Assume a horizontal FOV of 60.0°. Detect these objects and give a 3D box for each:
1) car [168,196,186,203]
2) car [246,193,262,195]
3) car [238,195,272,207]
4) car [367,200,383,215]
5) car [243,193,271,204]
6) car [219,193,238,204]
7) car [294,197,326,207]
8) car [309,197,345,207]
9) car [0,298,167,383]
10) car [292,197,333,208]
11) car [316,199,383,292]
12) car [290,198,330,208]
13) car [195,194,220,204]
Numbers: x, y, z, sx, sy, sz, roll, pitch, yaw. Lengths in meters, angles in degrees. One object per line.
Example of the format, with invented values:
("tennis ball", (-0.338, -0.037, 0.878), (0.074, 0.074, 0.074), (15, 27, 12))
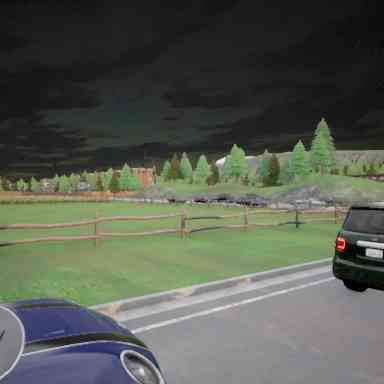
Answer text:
("car", (-3.031, 1.542, 65.894), (1.837, 1.490, 4.892), (0, 0, -36))
("car", (10.898, 1.520, 64.579), (2.128, 1.511, 4.902), (0, 0, -36))
("car", (9.470, 1.526, 48.700), (1.837, 1.490, 4.892), (0, 0, -36))
("car", (20.439, 1.586, 33.850), (1.994, 1.385, 4.181), (0, 0, -37))
("car", (13.090, 1.249, 67.591), (2.150, 2.045, 5.566), (0, 1, -36))
("car", (7.081, 1.249, 63.857), (2.150, 2.045, 5.566), (0, 0, -36))
("car", (18.950, 1.554, 53.535), (1.812, 1.442, 4.674), (0, 0, -36))
("car", (22.240, 1.578, 54.970), (2.033, 1.411, 5.357), (0, 0, -36))
("car", (-2.353, 1.352, 2.063), (4.553, 1.767, 2.097), (0, 0, -36))
("car", (16.268, 1.550, 45.351), (1.812, 1.442, 4.674), (0, 0, -36))
("car", (5.541, 1.227, 7.722), (5.566, 2.045, 2.150), (0, 0, -36))
("car", (17.486, 1.573, 49.605), (2.033, 1.411, 5.357), (0, 0, -36))
("car", (2.619, 1.501, 64.033), (1.882, 1.535, 5.008), (0, 0, -36))
